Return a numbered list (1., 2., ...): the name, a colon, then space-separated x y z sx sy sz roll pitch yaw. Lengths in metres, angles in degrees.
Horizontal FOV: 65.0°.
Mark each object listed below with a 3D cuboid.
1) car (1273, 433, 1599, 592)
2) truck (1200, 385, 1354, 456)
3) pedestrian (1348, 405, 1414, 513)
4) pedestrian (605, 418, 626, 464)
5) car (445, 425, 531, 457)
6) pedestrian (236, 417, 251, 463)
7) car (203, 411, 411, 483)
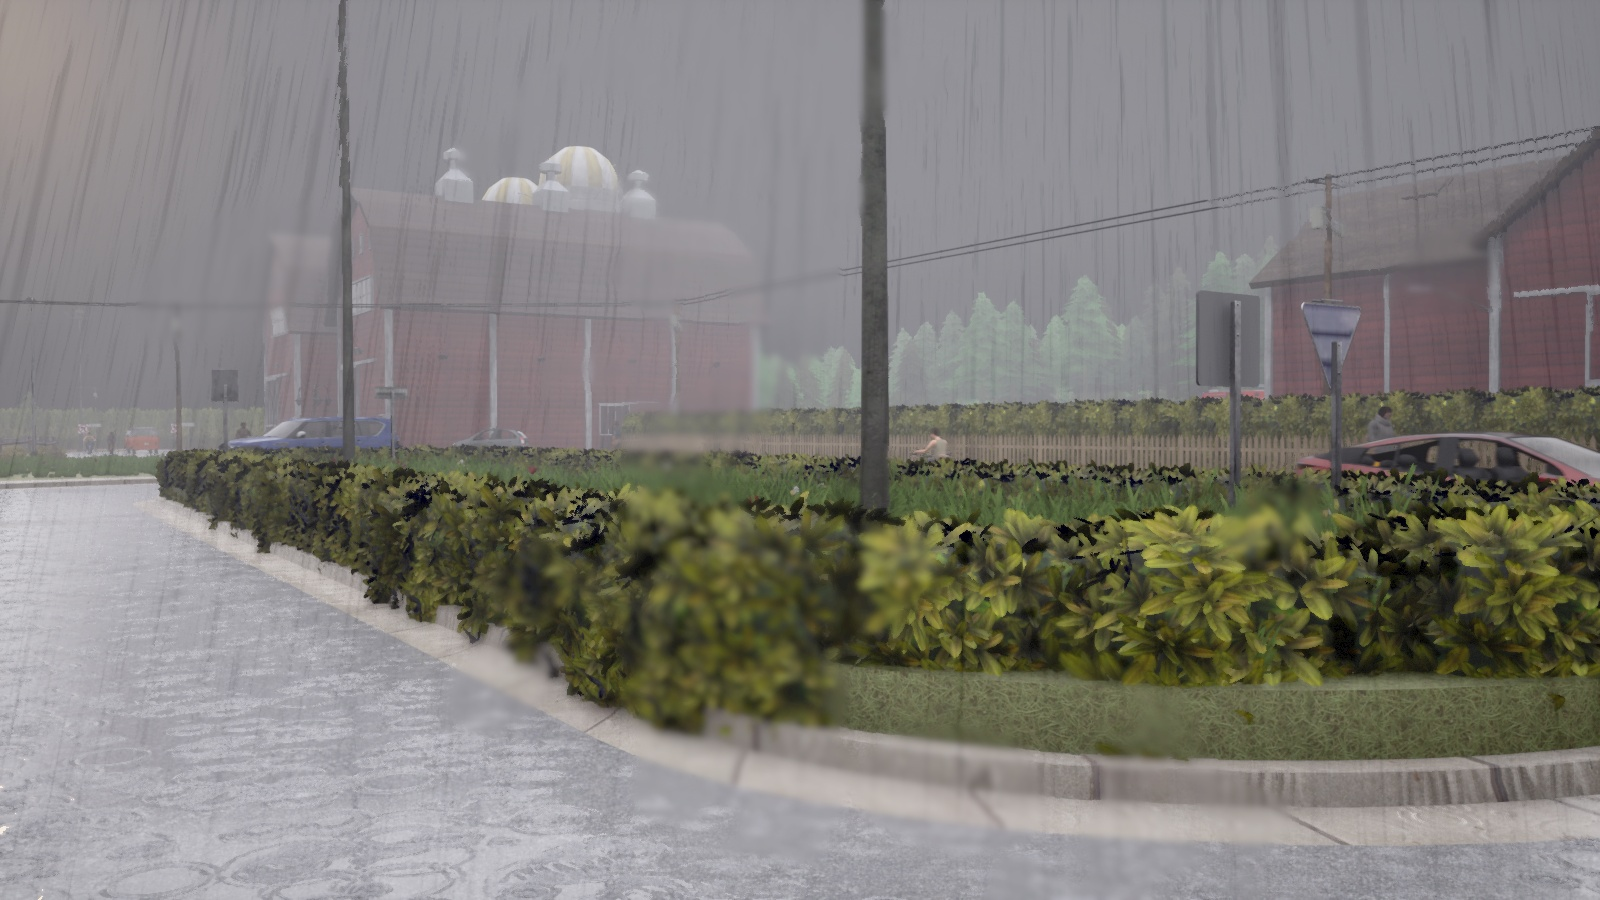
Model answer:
1. car: 7.810 0.580 13.881 2.007 1.525 4.514 0 1 -33
2. truck: 26.944 -1.591 70.855 8.468 3.827 2.891 0 0 -23
3. pedestrian: 10.713 0.151 23.154 0.659 1.952 0.873 0 1 -35
4. pedestrian: -7.417 -0.356 50.577 0.540 1.848 0.694 -1 1 -42
5. car: -15.955 -0.452 64.352 3.988 1.617 1.851 0 1 -3
6. pedestrian: -22.169 -0.407 50.042 0.328 1.805 0.869 -1 1 -39
7. car: -15.075 -0.130 38.636 2.150 2.045 5.566 1 1 44
